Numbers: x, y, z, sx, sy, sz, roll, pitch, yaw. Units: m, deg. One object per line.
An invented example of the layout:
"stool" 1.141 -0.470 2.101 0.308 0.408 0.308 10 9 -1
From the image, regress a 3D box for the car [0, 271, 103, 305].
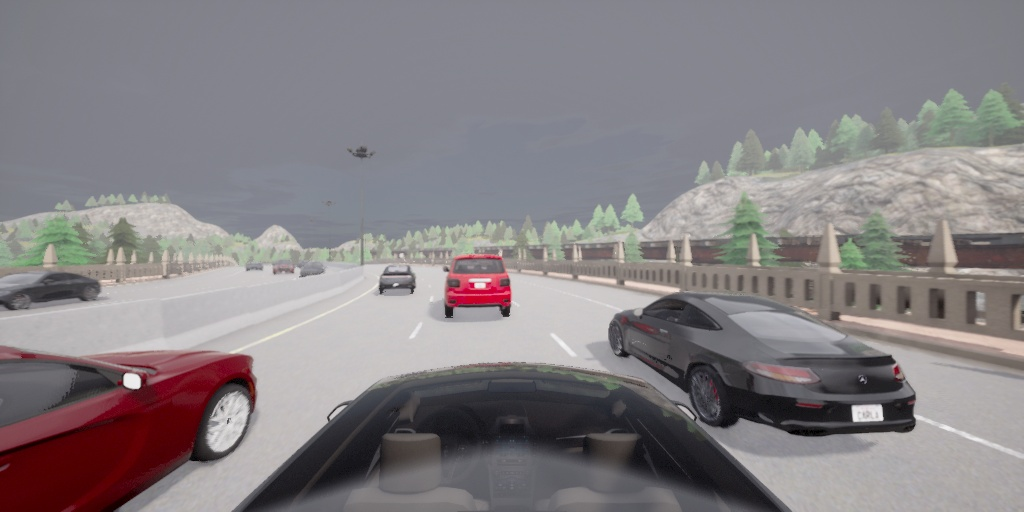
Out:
"car" -19.657 1.353 14.793 1.812 1.442 4.674 0 0 -13

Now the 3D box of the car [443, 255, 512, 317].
"car" -1.366 0.975 13.364 2.150 2.045 5.566 0 0 -9

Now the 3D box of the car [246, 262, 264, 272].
"car" -37.056 1.538 51.712 1.994 1.385 4.181 0 0 -33

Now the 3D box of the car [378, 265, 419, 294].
"car" -6.453 1.265 20.512 2.128 1.511 4.902 0 0 -14

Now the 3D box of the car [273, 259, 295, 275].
"car" -26.846 1.254 42.303 2.097 1.767 4.553 0 0 -31

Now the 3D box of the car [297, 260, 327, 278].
"car" -18.104 1.343 32.808 1.837 1.490 4.892 0 0 -24

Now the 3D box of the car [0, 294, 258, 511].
"car" -3.681 1.237 1.936 1.882 1.535 5.008 0 0 -2

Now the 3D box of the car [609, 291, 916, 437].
"car" 3.055 1.267 5.564 1.812 1.442 4.674 0 0 -5
